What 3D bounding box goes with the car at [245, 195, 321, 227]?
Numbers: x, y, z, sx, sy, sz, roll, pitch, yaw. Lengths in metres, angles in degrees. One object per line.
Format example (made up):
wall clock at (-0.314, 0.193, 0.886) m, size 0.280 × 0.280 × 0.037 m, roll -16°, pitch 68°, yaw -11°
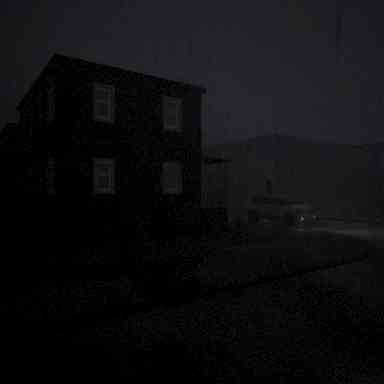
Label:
car at (6.157, 1.226, 23.347) m, size 2.150 × 2.045 × 5.566 m, roll 0°, pitch 0°, yaw -36°
